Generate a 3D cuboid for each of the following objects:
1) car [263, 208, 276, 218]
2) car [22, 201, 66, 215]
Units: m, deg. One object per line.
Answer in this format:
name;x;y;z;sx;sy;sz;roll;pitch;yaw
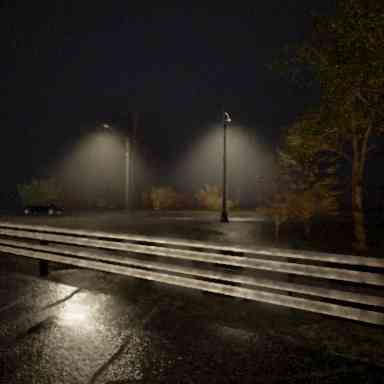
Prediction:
car;9.810;2.006;34.525;4.718;1.301;1.895;0;0;9
car;-17.358;1.795;39.074;5.008;1.535;1.882;0;0;10
